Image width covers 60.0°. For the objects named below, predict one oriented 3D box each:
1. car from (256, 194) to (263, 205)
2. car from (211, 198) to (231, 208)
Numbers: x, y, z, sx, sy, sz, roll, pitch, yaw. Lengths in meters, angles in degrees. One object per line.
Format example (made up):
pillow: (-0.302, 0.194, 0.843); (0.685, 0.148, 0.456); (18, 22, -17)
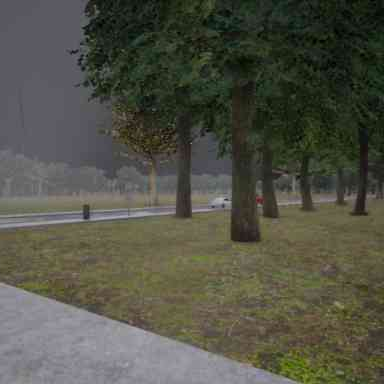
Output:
car: (10.227, 1.272, 55.830); (2.150, 2.045, 5.566); (0, 0, 36)
car: (4.455, 1.573, 47.789); (1.812, 1.442, 4.674); (0, 0, 36)
